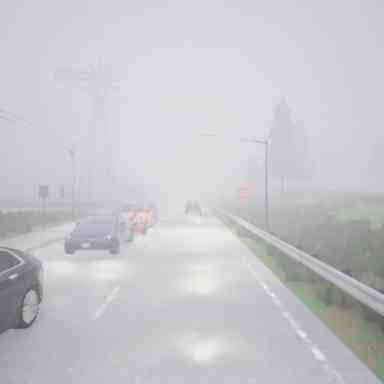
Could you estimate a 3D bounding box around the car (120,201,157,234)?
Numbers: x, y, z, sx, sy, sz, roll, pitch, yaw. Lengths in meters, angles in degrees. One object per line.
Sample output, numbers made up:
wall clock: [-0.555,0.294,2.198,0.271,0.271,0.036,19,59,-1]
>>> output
car: [-3.496,1.400,19.561,2.097,1.767,4.553,0,0,0]

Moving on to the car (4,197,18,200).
car: [-32.285,1.669,59.422,1.784,1.438,3.905,0,0,0]

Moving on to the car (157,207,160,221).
car: [-3.547,1.539,24.936,1.882,1.535,5.008,0,0,0]

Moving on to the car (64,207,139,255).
car: [-3.593,1.560,13.619,1.812,1.442,4.674,0,0,0]

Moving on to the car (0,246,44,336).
car: [-3.597,1.516,4.178,1.837,1.490,4.892,0,0,0]

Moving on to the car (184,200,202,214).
car: [0.101,1.637,36.655,2.033,1.411,5.357,0,0,0]
